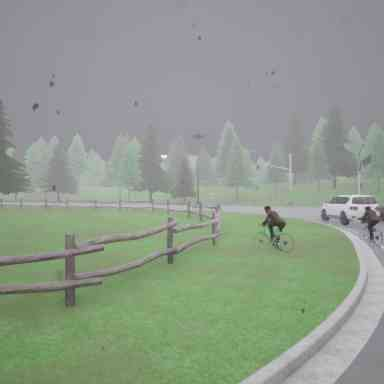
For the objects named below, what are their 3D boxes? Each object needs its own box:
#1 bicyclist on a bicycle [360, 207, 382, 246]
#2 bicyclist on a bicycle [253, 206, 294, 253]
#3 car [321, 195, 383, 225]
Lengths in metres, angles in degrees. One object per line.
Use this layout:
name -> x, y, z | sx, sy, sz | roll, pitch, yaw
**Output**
bicyclist on a bicycle -> 7.684, 1.455, 14.327 | 0.582, 1.620, 1.656 | 0, -2, -2
bicyclist on a bicycle -> 2.825, 1.309, 11.708 | 0.582, 1.620, 1.656 | 0, -2, -44
car -> 11.236, 1.221, 23.940 | 2.150, 2.045, 5.566 | 0, 0, 0
